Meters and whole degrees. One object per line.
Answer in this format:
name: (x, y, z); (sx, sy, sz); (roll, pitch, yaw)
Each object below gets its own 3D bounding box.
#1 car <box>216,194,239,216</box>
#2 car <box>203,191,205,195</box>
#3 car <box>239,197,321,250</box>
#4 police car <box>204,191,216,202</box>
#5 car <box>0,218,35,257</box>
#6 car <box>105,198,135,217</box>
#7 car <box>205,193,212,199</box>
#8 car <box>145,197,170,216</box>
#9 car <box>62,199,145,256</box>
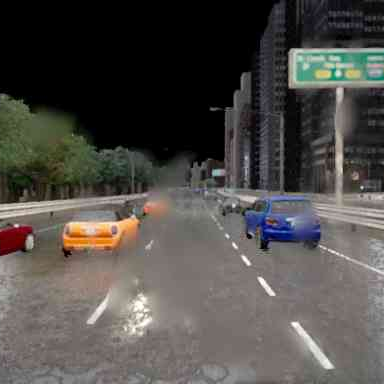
car: (3.716, 1.278, 31.574); (2.097, 1.767, 4.553); (0, 0, 0)
car: (4.142, 0.926, 76.647); (2.097, 1.767, 4.553); (0, 1, 1)
car: (3.627, 1.202, 14.269); (2.150, 2.045, 5.566); (0, 0, 0)
police car: (3.976, 1.096, 65.817); (1.930, 1.638, 5.238); (0, 1, 1)
car: (-6.883, 1.463, 10.610); (1.882, 1.535, 5.008); (0, 0, 0)
car: (-6.782, 1.427, 31.867); (1.837, 1.490, 4.892); (0, 0, 0)
car: (4.337, 0.978, 87.646); (1.837, 1.490, 4.892); (0, 1, 1)
car: (-3.284, 1.276, 31.537); (2.097, 1.767, 4.553); (0, 0, 0)
car: (-3.375, 1.333, 13.210); (2.097, 1.767, 4.553); (0, 0, 0)
